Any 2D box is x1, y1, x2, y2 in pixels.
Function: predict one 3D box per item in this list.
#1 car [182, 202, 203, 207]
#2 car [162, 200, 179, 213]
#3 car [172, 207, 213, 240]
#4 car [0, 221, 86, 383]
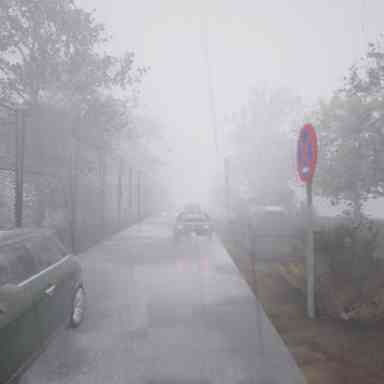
[{"bbox_3d":[0.053,1.822,35.603,1.837,1.490,4.892,0,-1,0],"label":"car"},{"bbox_3d":[-2.863,1.864,45.096,2.097,1.767,4.553,0,-1,0],"label":"car"},{"bbox_3d":[0.058,1.678,17.557,1.895,1.301,4.718,0,-1,0],"label":"car"},{"bbox_3d":[-2.879,1.348,3.891,2.097,1.767,4.553,1,0,0],"label":"car"}]
